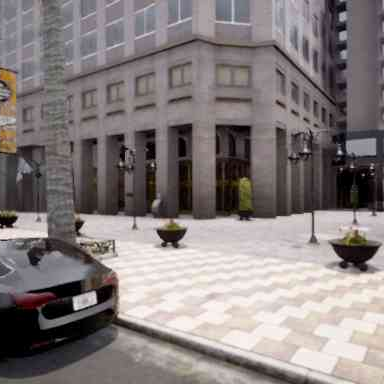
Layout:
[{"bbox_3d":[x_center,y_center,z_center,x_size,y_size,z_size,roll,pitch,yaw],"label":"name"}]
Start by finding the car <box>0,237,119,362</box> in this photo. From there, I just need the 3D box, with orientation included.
[{"bbox_3d":[-3.383,1.550,5.902,4.786,1.482,2.161,0,0,35],"label":"car"}]
